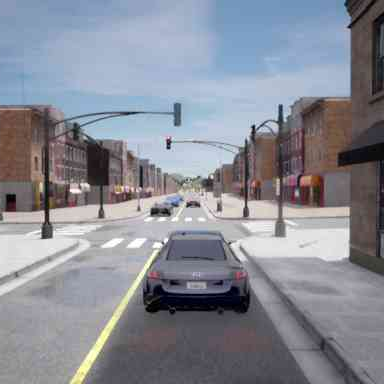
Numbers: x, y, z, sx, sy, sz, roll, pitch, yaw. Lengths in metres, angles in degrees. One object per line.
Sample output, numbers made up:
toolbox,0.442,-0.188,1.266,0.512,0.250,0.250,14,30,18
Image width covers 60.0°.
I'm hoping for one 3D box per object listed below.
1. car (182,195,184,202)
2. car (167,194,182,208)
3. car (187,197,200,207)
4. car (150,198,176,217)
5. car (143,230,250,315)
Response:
car,-2.637,1.148,67.054,2.128,1.511,4.902,0,0,0
car,-2.759,1.287,45.741,1.882,1.535,5.008,0,1,0
car,0.188,1.398,47.452,1.895,1.301,4.718,0,0,0
car,-2.748,1.501,30.457,1.895,1.301,4.718,0,0,-1
car,0.102,1.556,7.653,1.994,1.385,4.181,0,0,1
